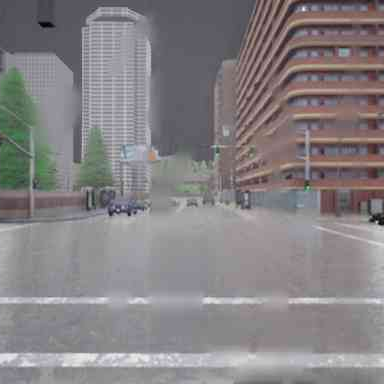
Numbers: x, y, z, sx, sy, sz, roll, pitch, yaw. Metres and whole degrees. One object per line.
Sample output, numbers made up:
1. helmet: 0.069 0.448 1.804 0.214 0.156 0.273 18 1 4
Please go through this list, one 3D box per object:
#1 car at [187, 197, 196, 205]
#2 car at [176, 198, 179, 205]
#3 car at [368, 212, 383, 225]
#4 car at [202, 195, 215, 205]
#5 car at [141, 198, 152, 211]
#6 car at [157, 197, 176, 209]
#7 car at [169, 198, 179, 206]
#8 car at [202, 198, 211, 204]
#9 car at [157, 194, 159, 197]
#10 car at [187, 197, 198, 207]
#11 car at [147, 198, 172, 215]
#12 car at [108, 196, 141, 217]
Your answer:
1. car: -0.069 1.917 72.965 1.882 1.535 5.008 0 0 0
2. car: -3.640 1.889 56.679 2.033 1.411 5.357 0 0 0
3. car: 15.009 1.630 22.858 5.357 1.411 2.033 0 0 -12
4. car: 3.432 1.632 68.292 2.150 2.045 5.566 0 0 0
5. car: -7.144 1.819 45.063 2.033 1.411 5.357 0 0 0
6. car: -3.638 1.809 46.968 1.812 1.442 4.674 0 0 0
7. car: -3.588 1.927 66.635 1.812 1.442 4.674 0 0 0
8. car: 3.423 2.045 77.857 1.895 1.301 4.718 0 0 0
9. car: -7.108 1.740 64.402 2.097 1.767 4.553 0 0 0
10. car: 0.045 1.905 59.379 2.033 1.411 5.357 0 0 -1
11. car: -3.635 1.754 37.872 1.812 1.442 4.674 0 0 0
12. car: -7.135 1.432 34.815 2.150 2.045 5.566 0 0 0
